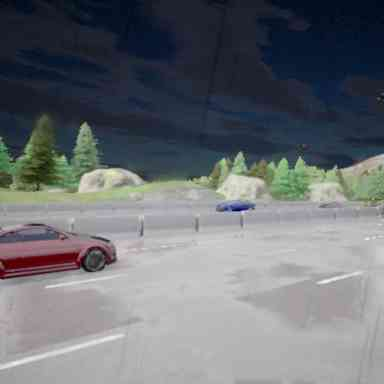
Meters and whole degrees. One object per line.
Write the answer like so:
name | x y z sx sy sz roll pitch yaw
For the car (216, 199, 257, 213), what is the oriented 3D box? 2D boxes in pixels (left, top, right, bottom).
car | 4.951 1.648 37.609 5.008 1.535 1.882 1 0 -35

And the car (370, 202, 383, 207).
car | 24.895 2.026 43.138 5.357 1.411 2.033 1 -1 -38

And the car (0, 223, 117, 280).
car | -4.275 1.568 9.297 4.181 1.385 1.994 0 0 -36

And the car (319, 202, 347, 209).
car | 18.097 1.932 42.617 4.181 1.385 1.994 1 -1 -35

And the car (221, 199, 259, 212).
car | 6.245 1.727 42.809 4.892 1.490 1.837 1 -1 -35
